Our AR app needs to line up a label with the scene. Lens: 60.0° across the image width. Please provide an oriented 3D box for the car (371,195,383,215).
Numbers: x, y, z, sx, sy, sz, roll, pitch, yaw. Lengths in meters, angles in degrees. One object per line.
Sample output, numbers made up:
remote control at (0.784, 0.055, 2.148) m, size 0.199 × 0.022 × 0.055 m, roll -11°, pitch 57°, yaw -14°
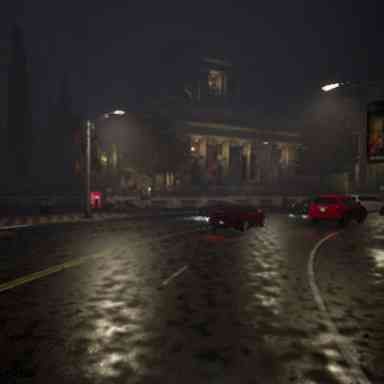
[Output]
car at (16.620, 1.242, 32.301) m, size 5.566 × 2.045 × 2.150 m, roll 0°, pitch 0°, yaw -29°

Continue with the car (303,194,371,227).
car at (10.269, 1.229, 23.292) m, size 2.150 × 2.045 × 5.566 m, roll 0°, pitch 0°, yaw 45°

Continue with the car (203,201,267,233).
car at (2.859, 1.452, 19.656) m, size 1.882 × 1.535 × 5.008 m, roll 0°, pitch 0°, yaw 32°

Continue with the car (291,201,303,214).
car at (12.307, 1.366, 34.115) m, size 4.553 × 1.767 × 2.097 m, roll 0°, pitch 0°, yaw -32°

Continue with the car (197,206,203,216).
car at (2.382, 1.514, 30.324) m, size 1.994 × 1.385 × 4.181 m, roll 0°, pitch 0°, yaw 45°
